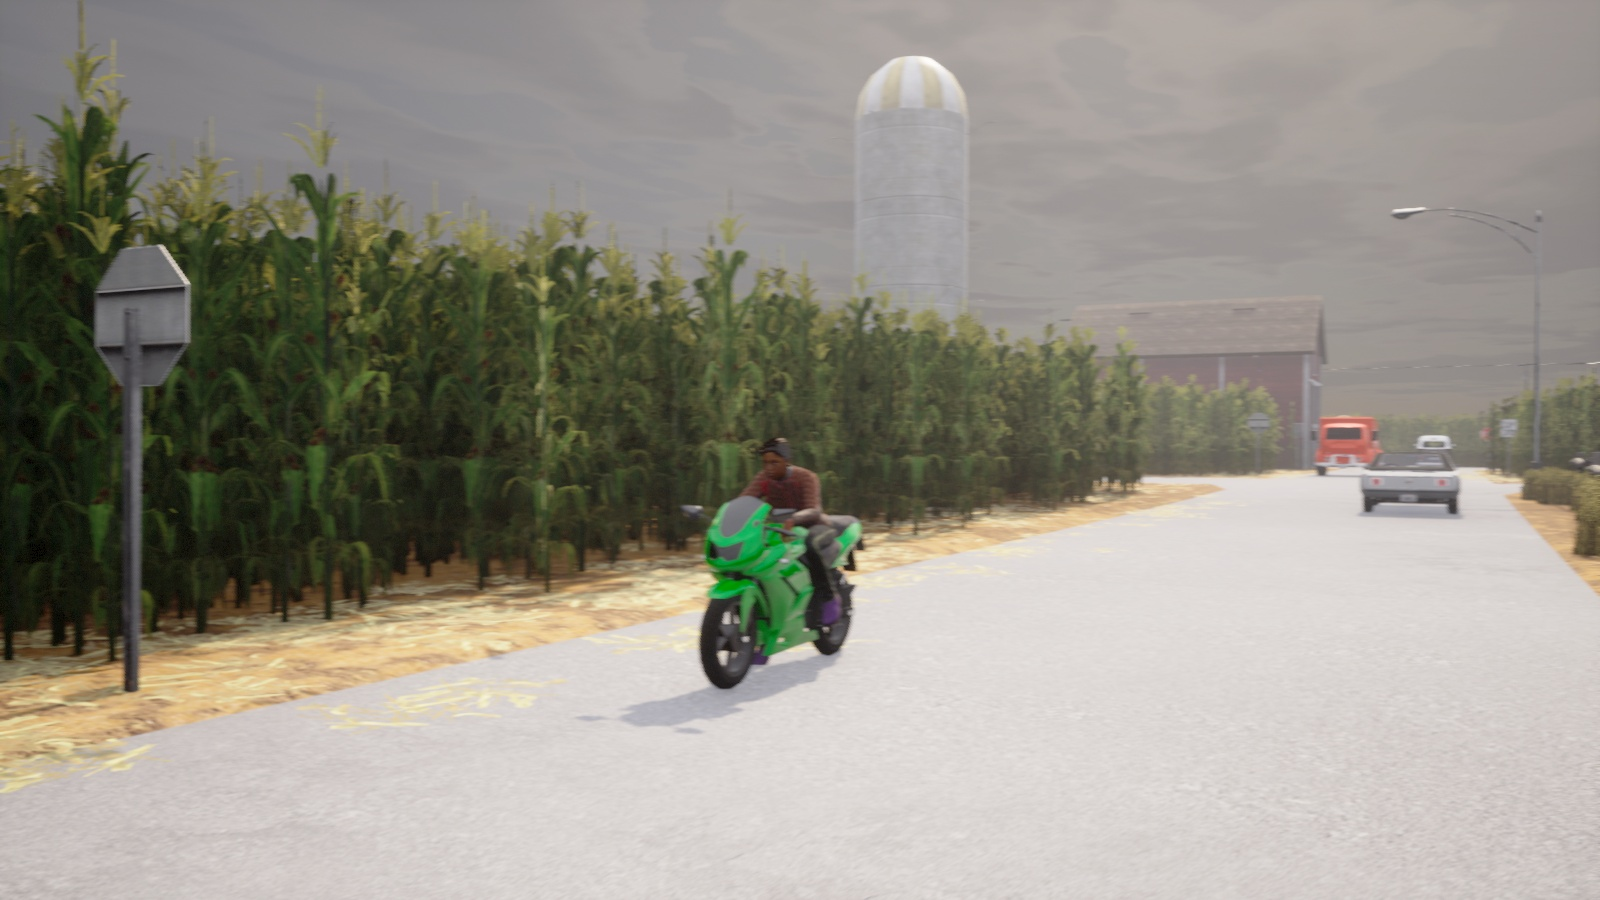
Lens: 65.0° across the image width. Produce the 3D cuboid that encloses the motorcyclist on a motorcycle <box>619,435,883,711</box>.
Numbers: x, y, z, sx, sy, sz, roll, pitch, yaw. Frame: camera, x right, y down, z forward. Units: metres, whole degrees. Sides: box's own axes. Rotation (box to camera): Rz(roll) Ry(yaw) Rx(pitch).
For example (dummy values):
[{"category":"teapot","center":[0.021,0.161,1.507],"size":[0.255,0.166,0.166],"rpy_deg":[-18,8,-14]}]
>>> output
[{"category":"motorcyclist on a motorcycle","center":[-0.236,0.679,8.037],"size":[0.797,1.523,2.044],"rpy_deg":[1,0,27]}]

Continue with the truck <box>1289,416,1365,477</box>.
[{"category":"truck","center":[22.551,-0.124,53.628],"size":[2.627,2.467,5.204],"rpy_deg":[1,0,26]}]

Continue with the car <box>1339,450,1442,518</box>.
[{"category":"car","center":[13.077,0.685,27.743],"size":[1.895,1.301,4.718],"rpy_deg":[1,1,26]}]

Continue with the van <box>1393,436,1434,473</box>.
[{"category":"van","center":[35.067,0.244,71.740],"size":[2.069,2.038,4.480],"rpy_deg":[1,0,27]}]
